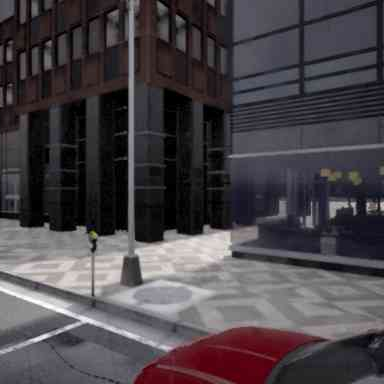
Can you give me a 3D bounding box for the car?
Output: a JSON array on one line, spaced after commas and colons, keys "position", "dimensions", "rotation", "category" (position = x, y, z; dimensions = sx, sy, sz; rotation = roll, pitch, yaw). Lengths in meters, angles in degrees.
[{"position": [1.558, 1.546, 1.855], "dimensions": [4.507, 1.381, 1.887], "rotation": [0, 0, 36], "category": "car"}]
